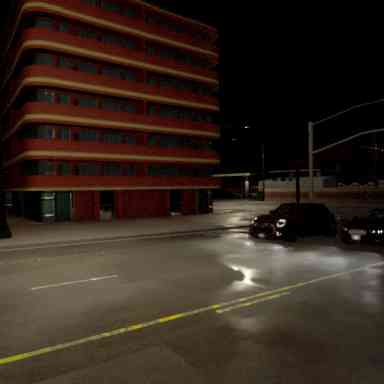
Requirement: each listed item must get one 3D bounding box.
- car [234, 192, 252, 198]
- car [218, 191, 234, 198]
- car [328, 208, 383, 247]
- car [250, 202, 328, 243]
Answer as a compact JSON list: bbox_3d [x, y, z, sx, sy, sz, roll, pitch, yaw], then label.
[{"bbox_3d":[12.952,0.821,81.989,3.806,1.475,1.970,-1,1,-35],"label":"car"},{"bbox_3d":[8.981,0.674,86.211,4.611,1.667,2.242,-1,1,-35],"label":"car"},{"bbox_3d":[8.280,1.460,14.121,4.902,1.511,2.128,0,0,-35],"label":"car"},{"bbox_3d":[4.912,1.325,16.033,4.553,1.767,2.097,-1,0,-35],"label":"car"}]
